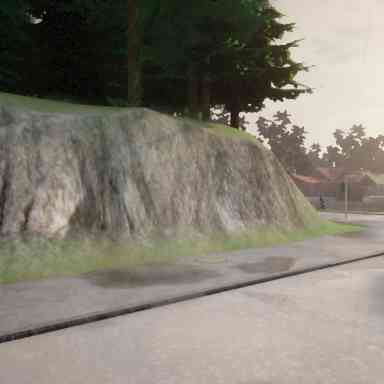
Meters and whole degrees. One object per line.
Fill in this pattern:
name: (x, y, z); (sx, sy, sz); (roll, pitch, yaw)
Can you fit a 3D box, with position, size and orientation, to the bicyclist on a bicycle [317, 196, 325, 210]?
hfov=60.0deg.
bicyclist on a bicycle: (15.552, 1.349, 39.986); (1.656, 1.620, 0.582); (0, 0, -36)
